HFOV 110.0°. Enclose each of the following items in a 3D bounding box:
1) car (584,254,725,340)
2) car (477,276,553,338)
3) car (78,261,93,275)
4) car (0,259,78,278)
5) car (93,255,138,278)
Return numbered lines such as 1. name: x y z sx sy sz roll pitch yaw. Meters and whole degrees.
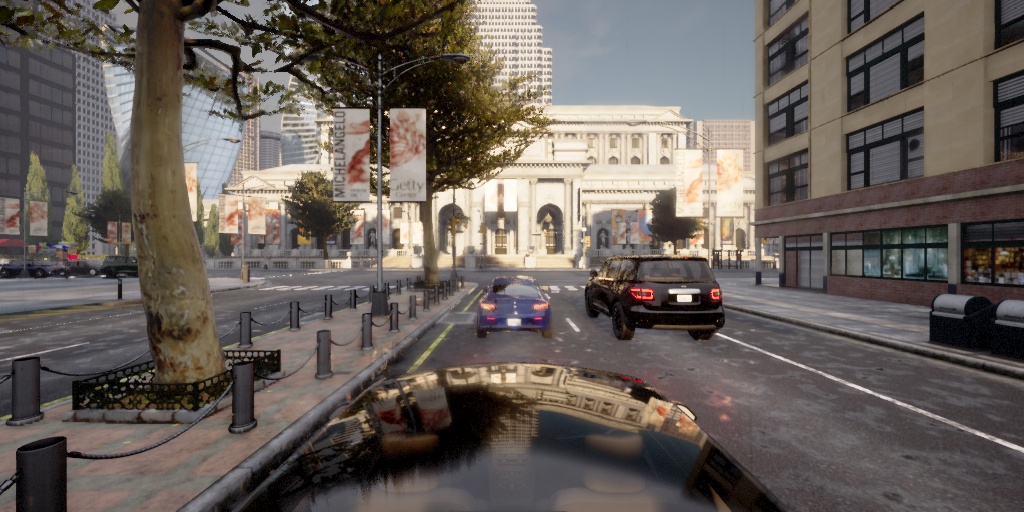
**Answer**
1. car: 3.579 0.971 10.121 2.150 2.045 5.566 0 0 0
2. car: 0.072 1.276 10.110 1.812 1.442 4.674 0 0 0
3. car: -44.450 1.255 37.615 4.892 1.490 1.837 0 0 -1
4. car: -45.080 1.102 34.091 4.553 1.767 2.097 0 0 -2
5. car: -35.669 0.971 34.171 5.566 2.045 2.150 0 0 0
